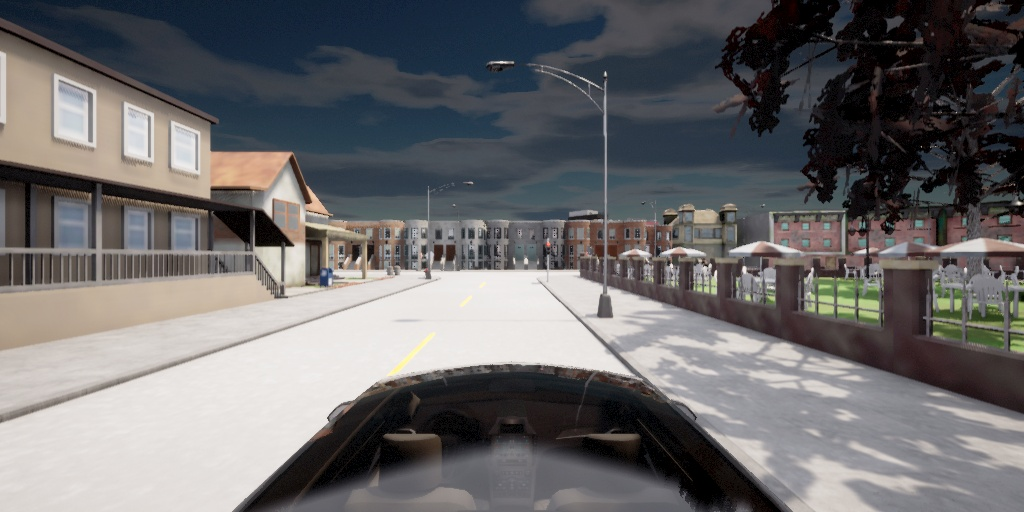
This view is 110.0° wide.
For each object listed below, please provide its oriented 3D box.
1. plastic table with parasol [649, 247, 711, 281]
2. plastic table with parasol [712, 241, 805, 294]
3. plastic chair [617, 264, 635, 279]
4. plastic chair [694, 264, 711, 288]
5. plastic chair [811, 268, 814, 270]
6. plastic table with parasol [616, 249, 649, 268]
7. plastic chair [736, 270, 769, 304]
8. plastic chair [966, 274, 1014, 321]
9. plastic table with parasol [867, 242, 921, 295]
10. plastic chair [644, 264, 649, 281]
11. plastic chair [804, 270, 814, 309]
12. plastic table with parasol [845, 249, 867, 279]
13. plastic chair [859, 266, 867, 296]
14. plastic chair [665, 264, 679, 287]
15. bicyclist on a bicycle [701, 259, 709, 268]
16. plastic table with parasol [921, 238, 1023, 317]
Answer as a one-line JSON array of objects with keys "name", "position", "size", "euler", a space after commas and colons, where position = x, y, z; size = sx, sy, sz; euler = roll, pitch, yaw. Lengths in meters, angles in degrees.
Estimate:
[{"name": "plastic table with parasol", "position": [10.683, 0.680, 22.830], "size": [2.482, 2.480, 2.482], "euler": [0, 0, -40]}, {"name": "plastic table with parasol", "position": [9.972, 0.659, 14.388], "size": [2.482, 2.480, 2.482], "euler": [0, 0, -40]}, {"name": "plastic chair", "position": [8.710, 1.314, 27.158], "size": [0.730, 1.272, 0.750], "euler": [0, 0, -35]}, {"name": "plastic chair", "position": [11.415, 1.277, 21.831], "size": [0.750, 1.272, 0.730], "euler": [0, 0, -40]}, {"name": "plastic chair", "position": [15.426, 1.269, 18.881], "size": [0.750, 1.272, 0.730], "euler": [0, 0, -40]}, {"name": "plastic table with parasol", "position": [9.683, 0.710, 28.060], "size": [2.482, 2.480, 2.482], "euler": [0, 0, -40]}, {"name": "plastic chair", "position": [8.999, 1.291, 13.488], "size": [0.730, 1.272, 0.750], "euler": [0, 0, -35]}, {"name": "plastic chair", "position": [14.318, 1.281, 10.747], "size": [0.730, 1.272, 0.750], "euler": [0, 0, -35]}, {"name": "plastic table with parasol", "position": [17.937, 0.596, 16.069], "size": [2.482, 2.480, 2.482], "euler": [0, 0, -39]}, {"name": "plastic chair", "position": [10.416, 1.314, 27.061], "size": [0.750, 1.272, 0.730], "euler": [0, 0, -40]}, {"name": "plastic chair", "position": [10.705, 1.285, 13.391], "size": [0.750, 1.272, 0.730], "euler": [0, 0, -40]}, {"name": "plastic table with parasol", "position": [28.263, 0.606, 28.103], "size": [2.482, 2.480, 2.482], "euler": [0, 0, -38]}, {"name": "plastic chair", "position": [17.189, 1.270, 17.077], "size": [0.750, 1.272, 0.730], "euler": [0, 0, -41]}, {"name": "plastic chair", "position": [9.710, 1.284, 21.928], "size": [0.730, 1.272, 0.750], "euler": [0, 0, -35]}, {"name": "bicyclist on a bicycle", "position": [18.204, 1.065, 33.848], "size": [0.582, 1.620, 1.656], "euler": [0, 0, 0]}, {"name": "plastic table with parasol", "position": [15.292, 0.669, 11.649], "size": [2.482, 2.480, 2.482], "euler": [0, 0, -40]}]
